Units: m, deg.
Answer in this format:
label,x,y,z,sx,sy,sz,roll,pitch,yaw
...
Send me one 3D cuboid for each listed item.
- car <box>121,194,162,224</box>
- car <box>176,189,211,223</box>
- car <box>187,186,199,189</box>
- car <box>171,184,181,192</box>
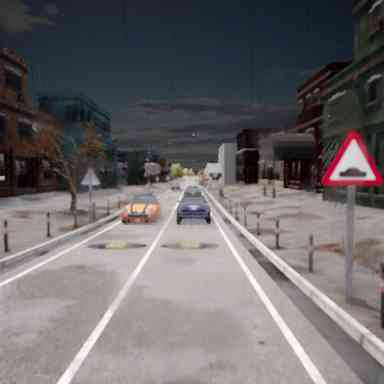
label,x,y,z,sx,sy,sz,roll,pitch,yaw
car,-3.099,0.953,21.170,2.097,1.767,4.553,0,2,0
car,0.097,0.926,21.892,2.097,1.767,4.553,0,2,0
car,0.101,0.077,39.542,2.097,1.767,4.553,0,3,0
car,-3.009,-0.854,63.505,2.033,1.411,5.357,0,2,0
